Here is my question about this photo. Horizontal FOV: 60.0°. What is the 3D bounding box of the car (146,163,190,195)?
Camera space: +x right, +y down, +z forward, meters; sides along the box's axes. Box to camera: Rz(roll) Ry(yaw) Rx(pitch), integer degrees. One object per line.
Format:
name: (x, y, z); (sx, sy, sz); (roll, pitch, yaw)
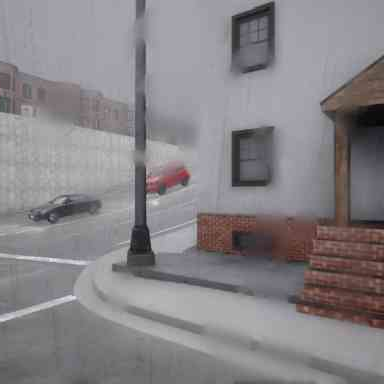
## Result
car: (-2.351, -1.187, 28.687); (2.150, 2.045, 5.566); (0, 13, 34)

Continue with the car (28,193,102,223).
car: (-7.826, 0.873, 20.854); (1.812, 1.442, 4.674); (0, 7, 35)
